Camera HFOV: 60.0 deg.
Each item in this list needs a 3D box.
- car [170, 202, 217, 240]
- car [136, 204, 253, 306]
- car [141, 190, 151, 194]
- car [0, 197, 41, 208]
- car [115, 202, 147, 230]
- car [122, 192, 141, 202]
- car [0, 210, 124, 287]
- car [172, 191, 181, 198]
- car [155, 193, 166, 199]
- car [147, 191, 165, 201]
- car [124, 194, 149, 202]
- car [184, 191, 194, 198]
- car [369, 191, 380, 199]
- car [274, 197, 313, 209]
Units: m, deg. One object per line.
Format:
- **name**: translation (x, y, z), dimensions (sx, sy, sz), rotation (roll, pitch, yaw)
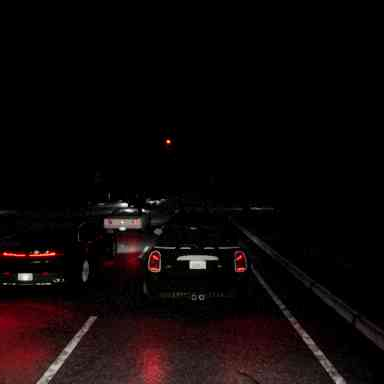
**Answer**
- **car**: translation (0.089, 1.388, 17.348), dimensions (2.128, 1.511, 4.902), rotation (0, 0, 1)
- **car**: translation (0.101, 1.323, 8.152), dimensions (2.097, 1.767, 4.553), rotation (0, 0, 0)
- **car**: translation (-10.562, 0.767, 70.199), dimensions (2.097, 1.767, 4.553), rotation (0, 1, -1)
- **car**: translation (-21.179, 1.295, 40.515), dimensions (4.718, 1.301, 1.895), rotation (0, 1, -1)
- **car**: translation (-3.405, 1.487, 18.530), dimensions (1.895, 1.301, 4.718), rotation (0, 1, 0)
- **car**: translation (-10.603, 1.046, 56.465), dimensions (2.128, 1.511, 4.902), rotation (0, 1, 0)
- **car**: translation (-3.400, 1.468, 9.210), dimensions (1.837, 1.490, 4.892), rotation (0, 0, 0)
- **car**: translation (-4.014, 0.692, 85.661), dimensions (1.837, 1.490, 4.892), rotation (0, 1, -4)
- **car**: translation (-7.155, 0.881, 75.787), dimensions (2.033, 1.411, 5.357), rotation (0, 1, -1)
- **car**: translation (-7.072, 1.019, 64.881), dimensions (2.033, 1.411, 5.357), rotation (0, 1, 0)
- **car**: translation (-7.111, 1.272, 43.141), dimensions (1.895, 1.301, 4.718), rotation (0, 0, 0)
- **car**: translation (-0.539, 0.707, 86.157), dimensions (1.812, 1.442, 4.674), rotation (0, 1, -4)
- **car**: translation (22.863, 0.921, 39.812), dimensions (5.566, 2.045, 2.150), rotation (0, 1, -4)
- **car**: translation (12.191, 1.306, 39.206), dimensions (4.718, 1.301, 1.895), rotation (0, 1, -3)
